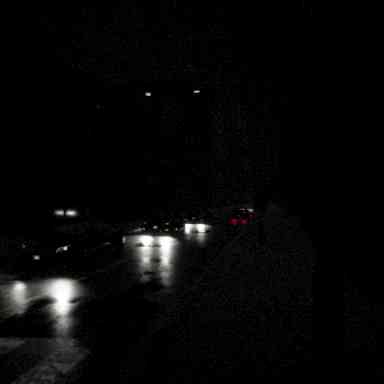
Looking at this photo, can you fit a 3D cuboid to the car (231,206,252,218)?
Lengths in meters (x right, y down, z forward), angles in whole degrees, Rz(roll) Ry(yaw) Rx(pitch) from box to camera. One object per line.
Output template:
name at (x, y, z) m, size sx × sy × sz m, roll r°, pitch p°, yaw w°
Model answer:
car at (5.946, 2.495, 40.579) m, size 1.895 × 1.301 × 4.718 m, roll 1°, pitch -1°, yaw 14°

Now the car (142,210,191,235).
car at (-1.728, 1.954, 21.668) m, size 1.994 × 1.385 × 4.181 m, roll 1°, pitch -1°, yaw 13°

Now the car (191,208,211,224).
car at (0.556, 2.183, 31.399) m, size 1.994 × 1.385 × 4.181 m, roll 1°, pitch -1°, yaw 13°

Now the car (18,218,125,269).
car at (-4.002, 1.687, 11.979) m, size 1.812 × 1.442 × 4.674 m, roll 1°, pitch -1°, yaw 13°
